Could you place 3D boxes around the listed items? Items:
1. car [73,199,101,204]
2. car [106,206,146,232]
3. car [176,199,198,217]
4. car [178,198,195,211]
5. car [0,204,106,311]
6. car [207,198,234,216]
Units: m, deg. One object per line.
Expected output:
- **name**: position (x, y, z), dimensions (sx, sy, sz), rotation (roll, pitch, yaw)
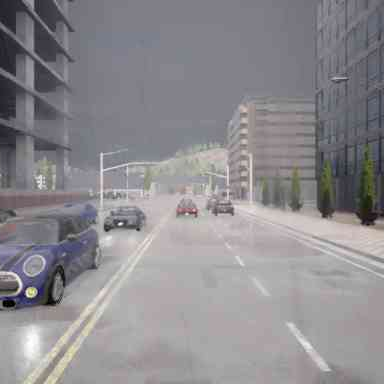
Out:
- **car**: position (-7.484, 1.478, 21.574), dimensions (1.882, 1.535, 5.008), rotation (0, 0, -1)
- **car**: position (-3.919, 1.564, 20.048), dimensions (1.994, 1.385, 4.181), rotation (0, 0, -1)
- **car**: position (-0.467, 1.601, 30.864), dimensions (1.895, 1.301, 4.718), rotation (0, 0, -1)
- **car**: position (-0.681, 1.548, 41.270), dimensions (2.033, 1.411, 5.357), rotation (0, 0, -1)
- **car**: position (-3.731, 1.351, 7.995), dimensions (2.097, 1.767, 4.553), rotation (0, 0, -1)
- **car**: position (2.994, 1.492, 32.869), dimensions (2.128, 1.511, 4.902), rotation (0, 0, -1)
